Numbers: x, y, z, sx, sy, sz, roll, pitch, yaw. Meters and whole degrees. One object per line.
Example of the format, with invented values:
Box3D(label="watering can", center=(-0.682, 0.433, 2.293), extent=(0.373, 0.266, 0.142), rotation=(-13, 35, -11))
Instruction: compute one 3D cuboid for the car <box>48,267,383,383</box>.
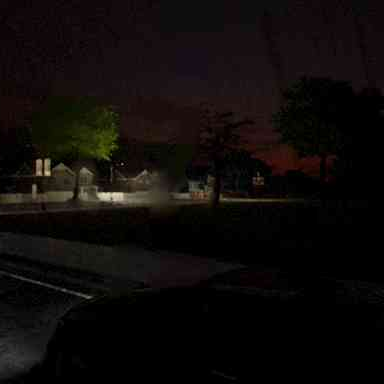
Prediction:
Box3D(label="car", center=(0.510, 1.528, 3.320), extent=(4.674, 1.442, 1.812), rotation=(0, 0, 36))
